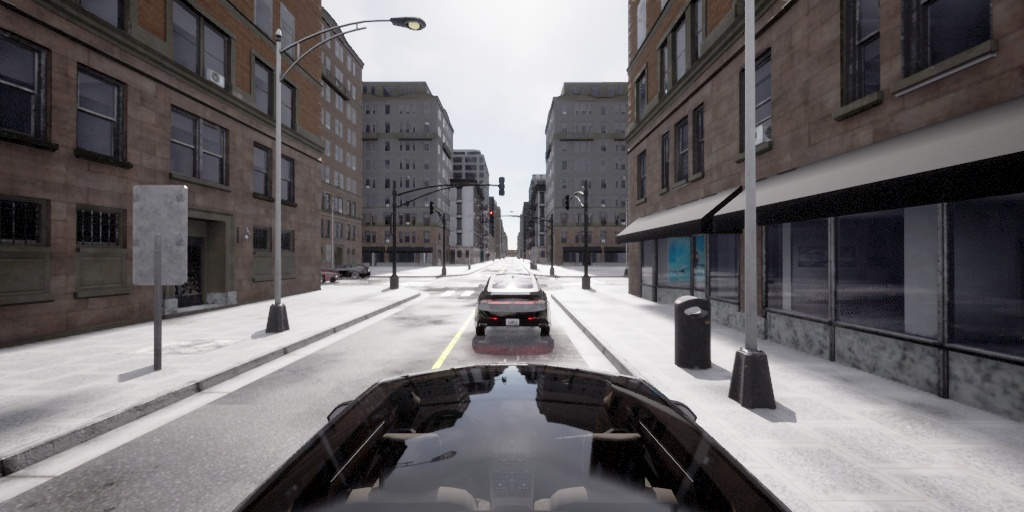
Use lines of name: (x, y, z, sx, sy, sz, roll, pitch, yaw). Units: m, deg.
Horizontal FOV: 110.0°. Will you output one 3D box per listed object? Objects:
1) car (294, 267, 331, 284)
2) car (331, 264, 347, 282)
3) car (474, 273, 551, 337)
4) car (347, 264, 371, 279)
car: (-14.707, 1.287, 23.531, 4.313, 1.339, 1.948, 0, 0, 0)
car: (-14.735, 1.297, 26.075, 4.181, 1.385, 1.994, 0, 0, 0)
car: (0.024, 1.241, 10.341, 2.128, 1.511, 4.902, 0, 0, 0)
car: (-14.677, 1.326, 31.557, 4.313, 1.339, 1.948, 0, 0, 0)
